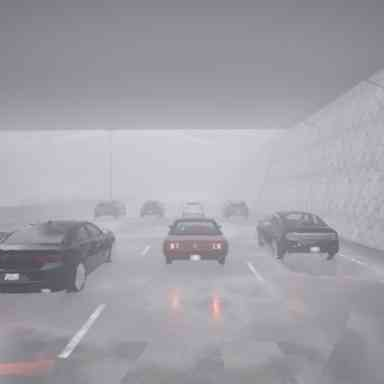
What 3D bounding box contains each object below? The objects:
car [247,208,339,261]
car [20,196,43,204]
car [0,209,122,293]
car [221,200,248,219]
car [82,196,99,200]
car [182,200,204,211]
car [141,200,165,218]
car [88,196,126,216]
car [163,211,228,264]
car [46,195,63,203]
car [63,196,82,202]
[{"bbox_3d":[3.603,1.453,12.155,2.128,1.511,4.902,0,0,0],"label":"car"},{"bbox_3d":[-27.959,1.412,58.016,1.895,1.301,4.718,0,0,1],"label":"car"},{"bbox_3d":[-3.400,1.449,8.788,1.882,1.535,5.008,0,0,0],"label":"car"},{"bbox_3d":[3.621,1.401,28.315,2.128,1.511,4.902,0,0,0],"label":"car"},{"bbox_3d":[-17.452,1.354,60.078,2.033,1.411,5.357,0,0,1],"label":"car"},{"bbox_3d":[0.109,1.432,29.332,1.812,1.442,4.674,0,0,0],"label":"car"},{"bbox_3d":[-3.391,1.431,29.339,1.812,1.442,4.674,0,0,0],"label":"car"},{"bbox_3d":[-6.880,1.400,28.318,2.128,1.511,4.902,0,0,0],"label":"car"},{"bbox_3d":[0.104,1.563,11.681,1.895,1.301,4.718,0,0,0],"label":"car"},{"bbox_3d":[-24.451,1.309,59.973,1.837,1.490,4.892,0,0,1],"label":"car"},{"bbox_3d":[-20.955,1.369,60.052,1.994,1.385,4.181,0,0,1],"label":"car"}]
